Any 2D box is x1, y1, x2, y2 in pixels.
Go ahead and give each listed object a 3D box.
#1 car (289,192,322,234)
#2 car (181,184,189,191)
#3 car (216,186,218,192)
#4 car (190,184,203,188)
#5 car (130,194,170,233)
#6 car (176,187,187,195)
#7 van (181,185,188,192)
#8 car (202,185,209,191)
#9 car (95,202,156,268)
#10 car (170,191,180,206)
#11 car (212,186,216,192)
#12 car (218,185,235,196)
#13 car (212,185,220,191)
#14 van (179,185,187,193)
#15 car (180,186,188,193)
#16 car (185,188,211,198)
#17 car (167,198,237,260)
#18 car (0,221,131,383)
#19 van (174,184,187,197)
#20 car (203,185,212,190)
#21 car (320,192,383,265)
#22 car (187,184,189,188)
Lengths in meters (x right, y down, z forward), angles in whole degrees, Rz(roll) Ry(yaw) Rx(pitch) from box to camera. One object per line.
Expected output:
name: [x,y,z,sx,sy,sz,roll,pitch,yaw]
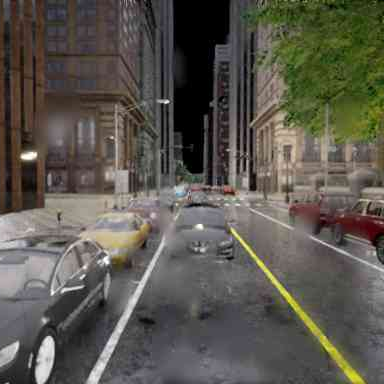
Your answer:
car: [6.205,0.886,15.917,2.192,1.841,5.009,0,2,0]
car: [-1.912,-1.146,91.719,2.192,1.841,5.009,0,1,0]
car: [6.466,-0.429,64.484,2.192,1.841,5.009,0,2,0]
car: [0.773,-0.864,77.535,2.150,2.045,5.566,0,1,0]
car: [-2.321,1.005,15.956,1.967,1.590,4.097,0,2,0]
car: [-2.059,-0.206,64.527,1.887,1.381,4.507,0,2,0]
van: [-1.941,-0.978,86.280,1.690,1.788,3.998,0,1,0]
car: [3.866,-1.131,94.624,1.882,1.535,5.008,0,1,0]
car: [-2.352,1.246,10.266,1.752,1.417,4.829,0,2,0]
car: [-2.261,0.826,27.003,1.947,1.339,4.313,0,2,0]
car: [6.554,-0.620,80.807,2.008,1.369,4.403,0,1,0]
car: [6.437,-0.286,59.045,2.192,1.841,5.009,0,2,0]
car: [6.613,-1.015,91.681,1.967,1.590,4.097,0,1,0]
van: [-2.000,-0.694,75.401,1.690,1.788,3.998,0,1,0]
car: [-1.971,-0.633,80.846,1.887,1.381,4.507,0,1,0]
car: [0.526,0.634,31.858,1.837,1.490,4.892,0,1,0]
car: [0.317,1.198,11.233,1.837,1.490,4.892,0,2,0]
car: [-2.382,1.415,4.915,2.008,1.369,4.403,0,2,0]
van: [-2.117,-0.121,53.644,1.690,1.788,3.998,0,2,0]
car: [3.810,-0.788,84.210,1.882,1.535,5.008,0,1,0]
car: [6.175,1.037,10.395,2.192,1.841,5.009,0,2,0]
car: [-2.088,-0.167,59.086,1.967,1.590,4.097,0,2,0]
